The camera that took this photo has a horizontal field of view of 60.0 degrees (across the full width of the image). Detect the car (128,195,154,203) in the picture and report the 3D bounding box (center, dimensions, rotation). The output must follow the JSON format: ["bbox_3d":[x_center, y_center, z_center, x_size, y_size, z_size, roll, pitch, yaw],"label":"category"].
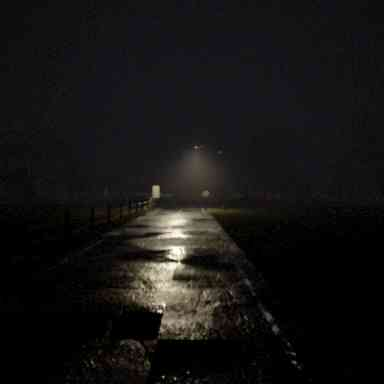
[{"bbox_3d":[-9.493,1.294,61.161,5.008,1.535,1.882,0,1,6],"label":"car"}]
